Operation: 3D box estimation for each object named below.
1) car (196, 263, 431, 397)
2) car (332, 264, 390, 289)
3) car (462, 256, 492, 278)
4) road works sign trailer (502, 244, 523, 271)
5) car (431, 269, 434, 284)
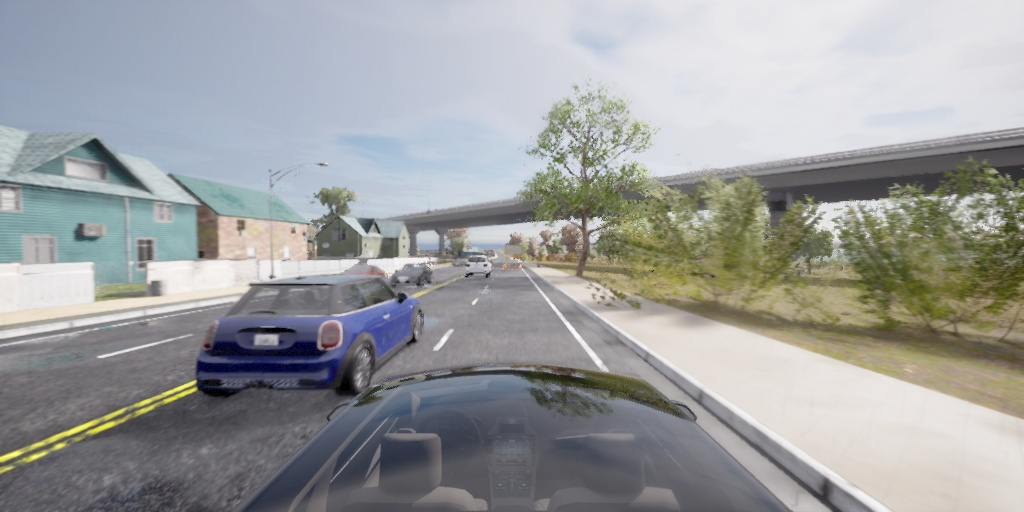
[{"bbox_3d":[-3.150,1.101,6.731,2.097,1.767,4.553,0,0,0],"label":"car"},{"bbox_3d":[-9.837,1.281,23.790,1.812,1.442,4.674,0,0,0],"label":"car"},{"bbox_3d":[-3.147,0.986,34.541,2.150,2.045,5.566,0,0,0],"label":"car"},{"bbox_3d":[0.139,0.197,48.199,2.380,3.560,2.880,0,0,2],"label":"road works sign trailer"},{"bbox_3d":[-6.583,1.247,24.082,2.128,1.511,4.902,0,0,0],"label":"car"}]
